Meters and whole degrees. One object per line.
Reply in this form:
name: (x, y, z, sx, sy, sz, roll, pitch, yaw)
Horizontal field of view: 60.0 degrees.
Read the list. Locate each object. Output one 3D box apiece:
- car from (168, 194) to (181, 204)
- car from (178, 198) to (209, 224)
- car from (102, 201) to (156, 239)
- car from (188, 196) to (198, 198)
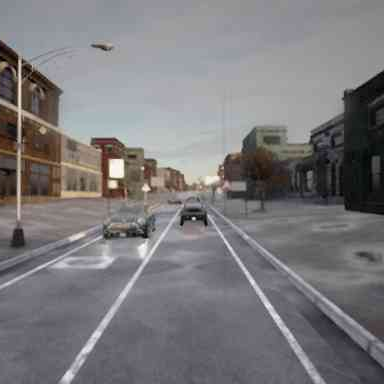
car: (-2.999, 1.246, 58.625, 2.097, 1.767, 4.553, 0, -1, 1)
car: (0.120, 1.453, 23.933, 1.837, 1.490, 4.892, 0, 0, 0)
car: (-3.084, 1.323, 17.103, 2.097, 1.767, 4.553, 0, 0, 0)
car: (0.132, 1.307, 42.106, 2.033, 1.649, 4.856, 0, 0, 0)
